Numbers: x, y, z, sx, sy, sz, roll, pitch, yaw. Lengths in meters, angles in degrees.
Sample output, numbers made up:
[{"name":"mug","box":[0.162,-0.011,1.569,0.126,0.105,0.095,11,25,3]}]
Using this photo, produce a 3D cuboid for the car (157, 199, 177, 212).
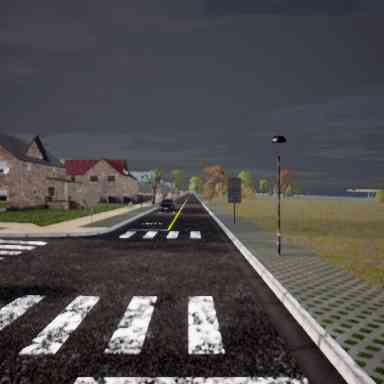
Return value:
[{"name":"car","box":[-2.775,1.532,37.841,1.837,1.490,4.892,0,0,0]}]
